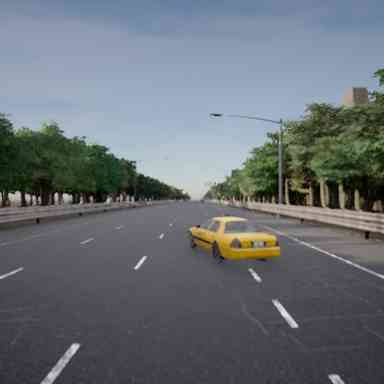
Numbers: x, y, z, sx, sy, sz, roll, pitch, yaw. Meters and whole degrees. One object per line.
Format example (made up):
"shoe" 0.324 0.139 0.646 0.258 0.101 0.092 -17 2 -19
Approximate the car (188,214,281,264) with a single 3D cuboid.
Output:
"car" 1.270 1.591 12.523 1.801 1.575 5.366 1 -1 -17
